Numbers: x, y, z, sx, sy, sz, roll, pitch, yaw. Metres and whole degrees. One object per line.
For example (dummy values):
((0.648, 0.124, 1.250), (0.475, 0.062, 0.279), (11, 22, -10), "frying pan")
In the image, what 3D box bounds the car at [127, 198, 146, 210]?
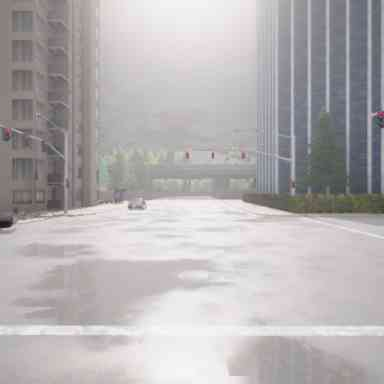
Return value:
((-6.977, 1.552, 42.491), (2.128, 1.511, 4.902), (0, 1, 0), "car")

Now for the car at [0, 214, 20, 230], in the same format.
((-12.272, 1.615, 18.335), (4.718, 1.301, 1.895), (0, 0, -19), "car")
